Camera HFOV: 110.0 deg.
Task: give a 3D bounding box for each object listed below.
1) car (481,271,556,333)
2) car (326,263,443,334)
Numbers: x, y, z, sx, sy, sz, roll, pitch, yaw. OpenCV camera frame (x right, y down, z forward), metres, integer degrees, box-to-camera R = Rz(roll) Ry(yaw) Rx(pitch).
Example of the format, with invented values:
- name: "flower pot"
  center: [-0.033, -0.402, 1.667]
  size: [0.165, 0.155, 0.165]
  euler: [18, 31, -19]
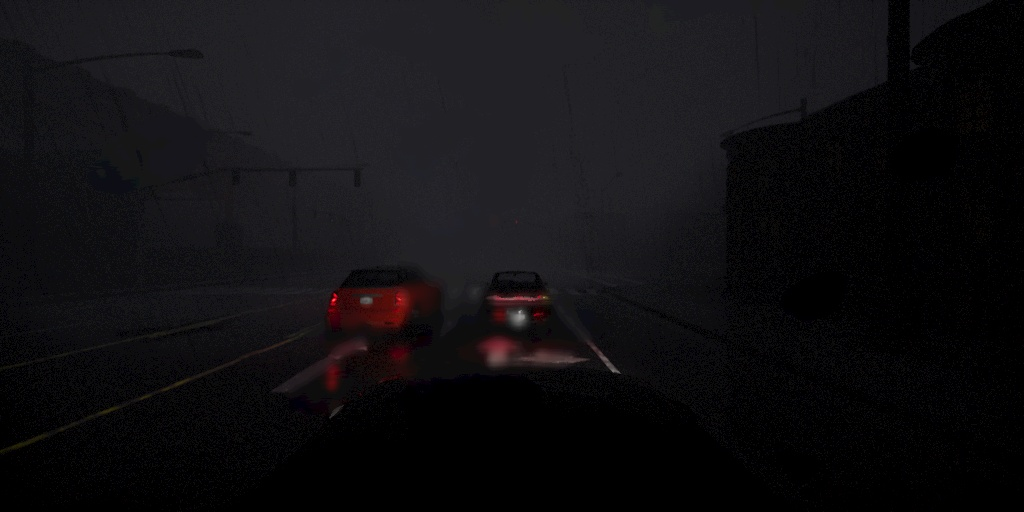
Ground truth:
- name: "car"
  center: [0.112, 1.186, 10.538]
  size: [2.128, 1.511, 4.902]
  euler: [0, 0, -1]
- name: "car"
  center: [-3.397, 1.048, 10.493]
  size: [2.097, 1.767, 4.553]
  euler: [0, 0, 0]
